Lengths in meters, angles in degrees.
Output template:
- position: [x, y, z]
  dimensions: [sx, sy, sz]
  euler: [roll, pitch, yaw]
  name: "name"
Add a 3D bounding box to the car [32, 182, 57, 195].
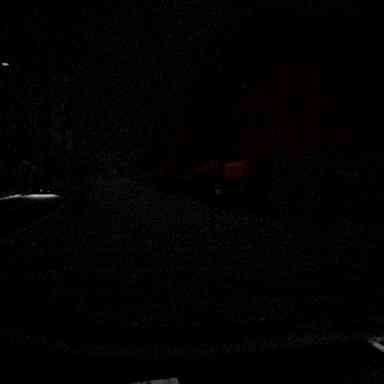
- position: [-16.524, -0.436, 37.463]
  dimensions: [1.994, 1.385, 4.181]
  euler: [-1, 3, -12]
  name: "car"
